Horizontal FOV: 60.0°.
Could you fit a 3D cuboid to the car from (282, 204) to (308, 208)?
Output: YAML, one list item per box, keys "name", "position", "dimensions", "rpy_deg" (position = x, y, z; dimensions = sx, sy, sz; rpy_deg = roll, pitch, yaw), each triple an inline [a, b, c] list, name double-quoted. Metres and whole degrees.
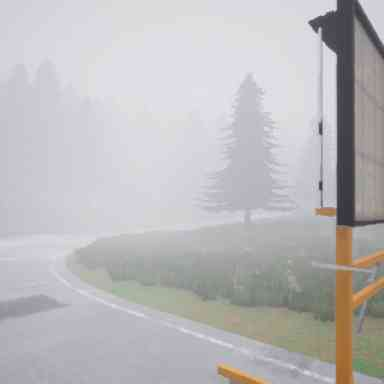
- name: "car"
  position: [16.004, 2.346, 52.052]
  dimensions: [4.892, 1.490, 1.837]
  rpy_deg: [-3, -1, -33]

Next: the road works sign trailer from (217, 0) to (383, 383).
- name: "road works sign trailer"
  position: [1.416, 0.654, 2.850]
  dimensions: [2.880, 3.560, 2.380]
  rpy_deg: [-1, -4, 41]
